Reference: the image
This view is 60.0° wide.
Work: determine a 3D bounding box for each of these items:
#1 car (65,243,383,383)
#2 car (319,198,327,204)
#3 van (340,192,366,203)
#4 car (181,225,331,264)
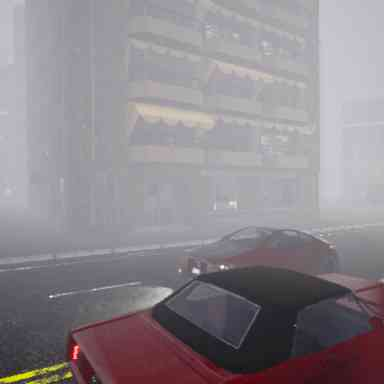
[{"bbox_3d":[1.161,1.600,3.910,4.718,1.301,1.895,0,0,-32],"label":"car"},{"bbox_3d":[17.948,1.105,49.789,4.206,1.307,1.802,1,0,25],"label":"car"},{"bbox_3d":[26.693,0.881,54.959,3.998,1.788,1.690,1,0,25],"label":"van"},{"bbox_3d":[1.776,1.563,8.379,4.181,1.385,1.994,0,0,-32],"label":"car"}]
